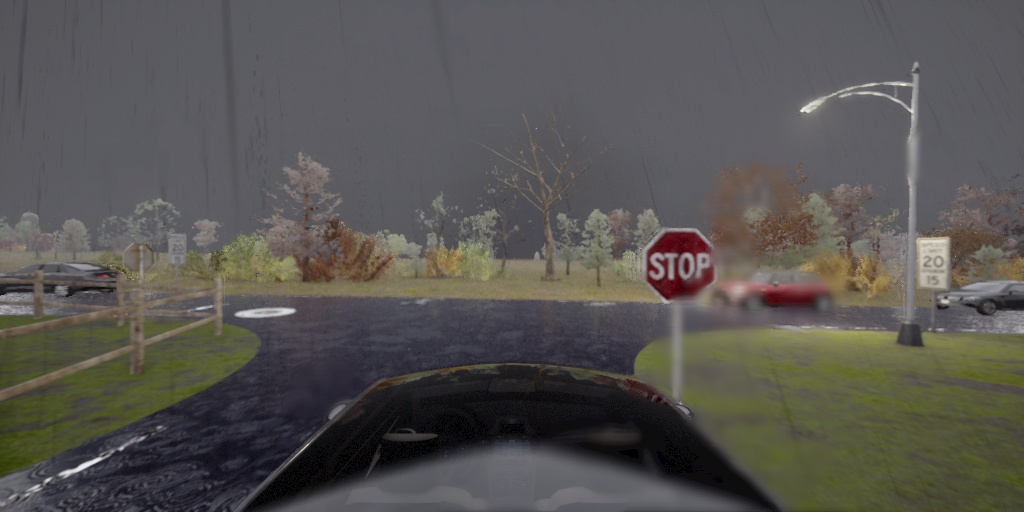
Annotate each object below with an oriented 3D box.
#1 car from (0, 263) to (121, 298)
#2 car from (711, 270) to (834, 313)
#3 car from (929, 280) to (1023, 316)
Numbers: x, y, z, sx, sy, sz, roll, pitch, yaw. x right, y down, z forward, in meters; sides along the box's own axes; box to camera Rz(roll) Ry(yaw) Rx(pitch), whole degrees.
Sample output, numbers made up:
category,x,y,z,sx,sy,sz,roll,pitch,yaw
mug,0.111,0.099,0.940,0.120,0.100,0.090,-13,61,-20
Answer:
category,x,y,z,sx,sy,sz,roll,pitch,yaw
car,-20.529,1.029,16.140,4.892,1.490,1.837,1,0,0
car,11.443,1.470,15.968,4.553,1.767,2.097,1,0,-2
car,21.743,1.828,16.055,4.674,1.442,1.812,1,0,0
